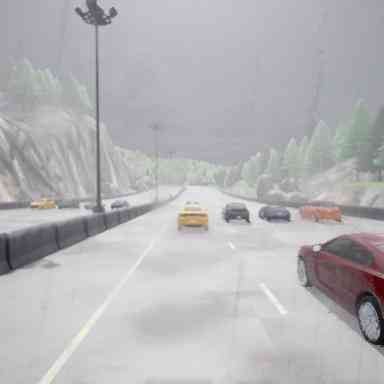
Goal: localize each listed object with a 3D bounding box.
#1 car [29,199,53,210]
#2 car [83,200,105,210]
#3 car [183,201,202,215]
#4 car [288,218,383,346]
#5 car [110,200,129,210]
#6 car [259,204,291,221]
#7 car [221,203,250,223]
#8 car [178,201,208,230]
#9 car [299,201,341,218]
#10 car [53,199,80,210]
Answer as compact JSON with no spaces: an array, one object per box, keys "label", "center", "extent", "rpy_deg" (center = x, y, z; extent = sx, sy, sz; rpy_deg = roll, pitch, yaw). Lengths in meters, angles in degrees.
[{"label":"car","center":[-21.105,1.745,46.983],"extent":[1.882,1.535,5.008],"rpy_deg":[0,0,0]},{"label":"car","center":[-14.094,1.880,48.130],"extent":[1.895,1.301,4.718],"rpy_deg":[0,0,0]},{"label":"car","center":[0.046,1.774,37.903],"extent":[2.033,1.411,5.357],"rpy_deg":[0,0,0]},{"label":"car","center":[3.589,1.519,6.427],"extent":[1.882,1.535,5.008],"rpy_deg":[0,0,0]},{"label":"car","center":[-10.584,1.835,49.192],"extent":[2.033,1.411,5.357],"rpy_deg":[0,0,0]},{"label":"car","center":[7.059,1.740,28.773],"extent":[1.994,1.385,4.181],"rpy_deg":[0,0,0]},{"label":"car","center":[3.560,1.671,27.592],"extent":[1.837,1.490,4.892],"rpy_deg":[0,0,0]},{"label":"car","center":[0.067,1.612,22.424],"extent":[1.882,1.535,5.008],"rpy_deg":[0,0,0]},{"label":"car","center":[10.560,1.524,27.758],"extent":[2.097,1.767,4.553],"rpy_deg":[0,0,0]},{"label":"car","center":[-17.600,1.780,47.637],"extent":[1.837,1.490,4.892],"rpy_deg":[0,-1,0]}]
